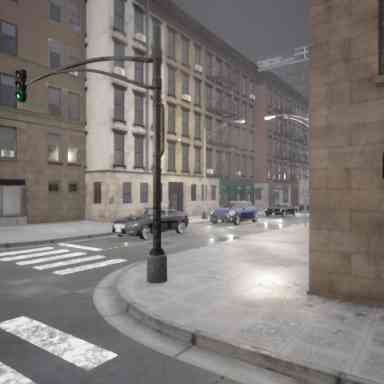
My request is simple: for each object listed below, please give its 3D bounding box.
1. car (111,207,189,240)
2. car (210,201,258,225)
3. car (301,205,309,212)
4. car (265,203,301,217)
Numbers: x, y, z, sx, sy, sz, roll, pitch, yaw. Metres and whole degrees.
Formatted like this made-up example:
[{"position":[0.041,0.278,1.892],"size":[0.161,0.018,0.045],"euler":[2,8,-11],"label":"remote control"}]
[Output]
[{"position":[-2.086,1.567,17.788],"size":[2.128,1.511,4.902],"euler":[0,0,35],"label":"car"},{"position":[3.254,1.475,25.306],"size":[2.097,1.767,4.553],"euler":[0,0,36],"label":"car"},{"position":[14.891,1.831,41.566],"size":[1.895,1.301,4.718],"euler":[0,0,36],"label":"car"},{"position":[8.976,1.776,33.316],"size":[1.895,1.301,4.718],"euler":[0,0,35],"label":"car"}]
